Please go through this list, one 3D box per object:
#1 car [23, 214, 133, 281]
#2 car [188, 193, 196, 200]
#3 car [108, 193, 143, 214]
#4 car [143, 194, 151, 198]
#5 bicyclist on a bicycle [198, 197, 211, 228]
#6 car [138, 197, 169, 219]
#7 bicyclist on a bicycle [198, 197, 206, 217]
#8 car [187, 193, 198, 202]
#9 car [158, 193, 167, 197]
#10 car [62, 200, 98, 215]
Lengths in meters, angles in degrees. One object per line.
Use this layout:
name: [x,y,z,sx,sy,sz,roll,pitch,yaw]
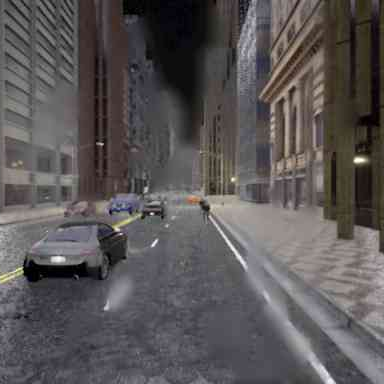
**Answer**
car: [-3.153,1.557,9.844,1.994,1.385,4.181,0,0,0]
car: [-0.016,1.143,82.638,2.128,1.511,4.902,0,0,0]
car: [-6.590,1.159,32.691,2.150,2.045,5.566,0,0,0]
car: [-9.765,1.169,70.142,1.837,1.490,4.892,0,0,0]
bicyclist on a bicycle: [0.889,1.345,21.054,0.659,1.776,1.843,0,0,0]
car: [-3.156,1.457,28.653,1.837,1.490,4.892,0,0,0]
bicyclist on a bicycle: [0.888,1.316,30.048,0.659,1.776,1.843,0,0,0]
car: [0.063,1.080,68.695,2.097,1.767,4.553,0,1,0]
car: [-6.515,1.054,74.168,1.812,1.442,4.674,0,0,0]
car: [-9.845,1.473,29.756,1.812,1.442,4.674,0,0,0]
